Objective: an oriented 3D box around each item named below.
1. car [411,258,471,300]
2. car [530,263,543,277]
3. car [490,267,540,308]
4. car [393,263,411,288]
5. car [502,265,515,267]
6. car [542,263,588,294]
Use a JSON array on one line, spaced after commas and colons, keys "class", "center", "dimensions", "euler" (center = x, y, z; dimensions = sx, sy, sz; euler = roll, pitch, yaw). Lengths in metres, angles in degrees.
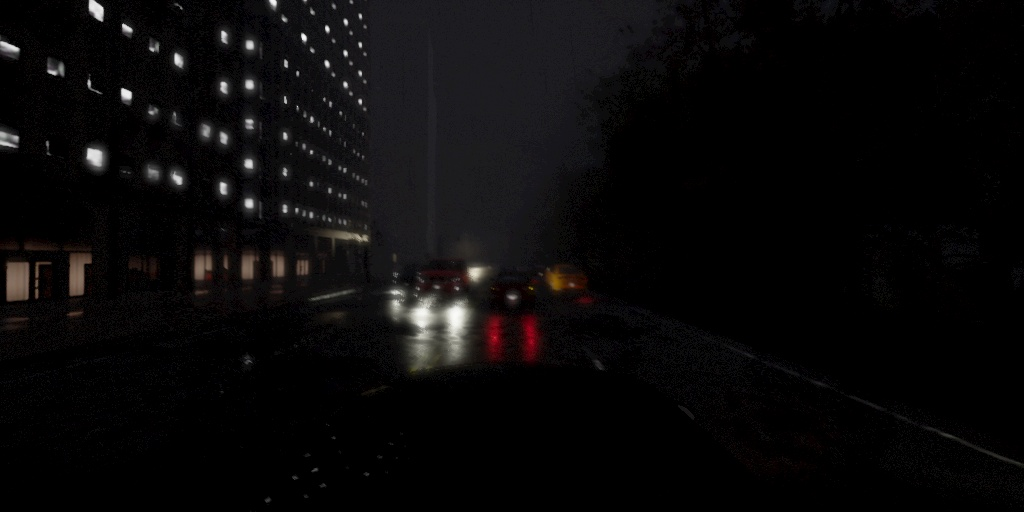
[{"class": "car", "center": [-3.462, 1.111, 19.201], "dimensions": [2.150, 2.045, 5.566], "euler": [0, -1, -1]}, {"class": "car", "center": [2.808, 1.445, 37.098], "dimensions": [1.812, 1.442, 4.674], "euler": [3, 5, -2]}, {"class": "car", "center": [0.011, 1.386, 15.654], "dimensions": [1.812, 1.442, 4.674], "euler": [0, 0, -1]}, {"class": "car", "center": [-6.843, 1.290, 25.448], "dimensions": [2.097, 1.767, 4.553], "euler": [0, 0, -1]}, {"class": "car", "center": [-0.334, 1.546, 32.785], "dimensions": [2.033, 1.411, 5.357], "euler": [0, 0, -2]}, {"class": "car", "center": [3.214, 1.251, 21.595], "dimensions": [1.882, 1.535, 5.008], "euler": [4, 4, -1]}]
